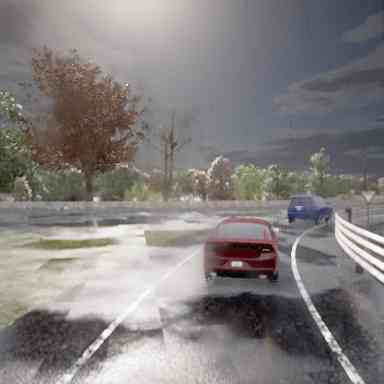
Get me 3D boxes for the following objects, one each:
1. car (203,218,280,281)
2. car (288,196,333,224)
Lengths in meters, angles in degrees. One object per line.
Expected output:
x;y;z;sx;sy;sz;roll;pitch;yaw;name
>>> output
1.613;1.526;10.157;1.882;1.535;5.008;0;0;13;car
9.346;1.351;26.147;2.150;2.045;5.566;-1;0;36;car
